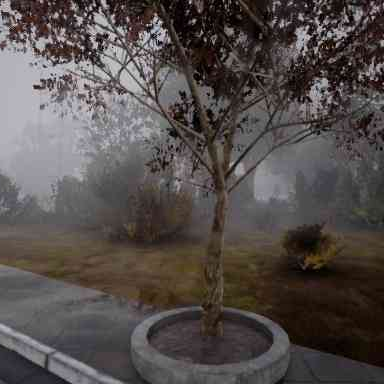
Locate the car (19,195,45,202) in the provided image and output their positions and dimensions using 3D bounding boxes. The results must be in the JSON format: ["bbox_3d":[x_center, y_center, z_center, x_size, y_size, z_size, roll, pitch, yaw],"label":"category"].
[{"bbox_3d":[-22.104,1.174,44.205,1.837,1.490,4.892,1,0,32],"label":"car"}]
